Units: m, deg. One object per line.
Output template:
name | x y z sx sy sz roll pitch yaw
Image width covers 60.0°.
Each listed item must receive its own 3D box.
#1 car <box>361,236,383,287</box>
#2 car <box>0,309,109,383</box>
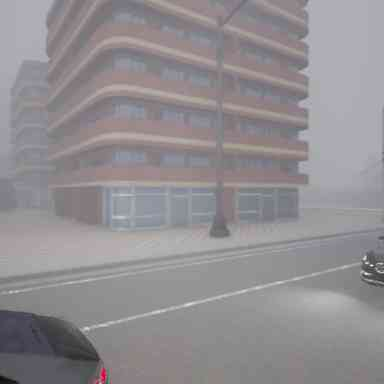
car | 6.096 1.505 8.218 4.892 1.490 1.837 0 0 -36
car | -2.637 1.564 2.038 4.181 1.385 1.994 0 0 -35
